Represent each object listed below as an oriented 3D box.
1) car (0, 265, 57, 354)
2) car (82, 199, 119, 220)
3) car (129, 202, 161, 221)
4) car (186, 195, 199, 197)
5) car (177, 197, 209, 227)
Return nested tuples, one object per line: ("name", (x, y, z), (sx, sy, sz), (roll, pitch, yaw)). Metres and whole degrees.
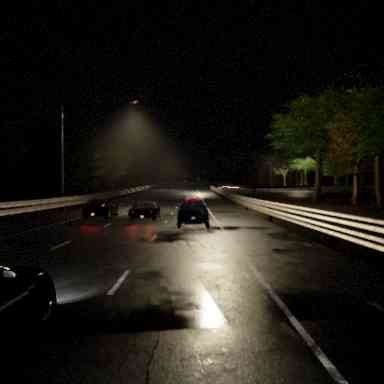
("car", (-3.405, 1.531, 4.261), (1.994, 1.385, 4.181), (0, 0, 0))
("car", (-6.926, 1.275, 25.610), (1.837, 1.490, 4.892), (0, 1, 0))
("car", (-3.426, 1.379, 25.039), (1.895, 1.301, 4.718), (0, 1, 0))
("car", (0.058, 1.043, 40.045), (1.895, 1.301, 4.718), (0, 2, 0))
("car", (0.076, 1.298, 21.317), (1.882, 1.535, 5.008), (0, 1, 0))
